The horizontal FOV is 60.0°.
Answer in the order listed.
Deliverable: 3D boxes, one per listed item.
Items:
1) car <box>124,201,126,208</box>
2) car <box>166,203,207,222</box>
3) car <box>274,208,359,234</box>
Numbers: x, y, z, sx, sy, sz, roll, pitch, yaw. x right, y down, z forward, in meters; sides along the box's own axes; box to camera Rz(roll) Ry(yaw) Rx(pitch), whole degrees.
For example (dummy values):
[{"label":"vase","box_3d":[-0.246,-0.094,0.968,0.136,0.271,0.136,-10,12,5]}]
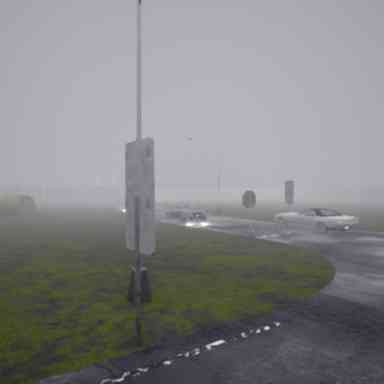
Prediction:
[{"label":"car","box_3d":[-8.570,1.658,47.276,1.895,1.301,4.718,-1,0,-14]},{"label":"car","box_3d":[-0.501,1.592,26.609,1.994,1.385,4.181,-1,0,-27]},{"label":"car","box_3d":[7.018,1.577,19.420,1.895,1.301,4.718,-1,0,-30]}]
